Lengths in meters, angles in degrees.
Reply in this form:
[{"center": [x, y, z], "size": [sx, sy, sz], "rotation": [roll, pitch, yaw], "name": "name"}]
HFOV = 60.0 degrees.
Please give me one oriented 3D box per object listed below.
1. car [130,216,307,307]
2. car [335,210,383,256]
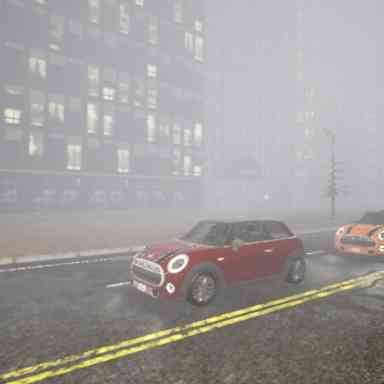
[{"center": [0.784, 1.429, 8.274], "size": [4.553, 1.767, 2.097], "rotation": [1, -1, -36], "name": "car"}, {"center": [7.733, 1.537, 13.361], "size": [4.553, 1.767, 2.097], "rotation": [1, -1, -37], "name": "car"}]
